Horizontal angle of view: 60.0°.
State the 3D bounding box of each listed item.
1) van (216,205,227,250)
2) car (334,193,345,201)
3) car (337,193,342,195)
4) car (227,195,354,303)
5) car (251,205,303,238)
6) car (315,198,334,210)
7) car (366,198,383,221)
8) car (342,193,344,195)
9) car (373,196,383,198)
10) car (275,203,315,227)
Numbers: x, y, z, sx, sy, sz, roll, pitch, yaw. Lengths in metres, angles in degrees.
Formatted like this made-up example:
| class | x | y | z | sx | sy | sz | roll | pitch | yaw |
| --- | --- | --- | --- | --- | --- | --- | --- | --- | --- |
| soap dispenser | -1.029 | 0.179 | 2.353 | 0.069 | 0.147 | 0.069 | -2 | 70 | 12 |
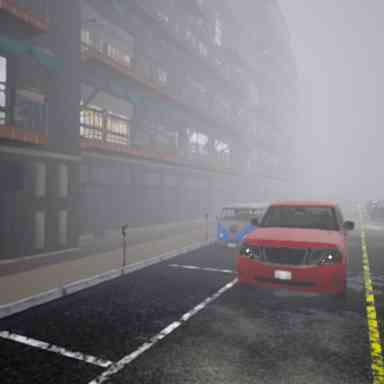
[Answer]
| class | x | y | z | sx | sy | sz | roll | pitch | yaw |
| --- | --- | --- | --- | --- | --- | --- | --- | --- | --- |
| van | 2.341 | 1.345 | 13.534 | 1.690 | 1.788 | 3.998 | 1 | 0 | 27 |
| car | 35.297 | 1.206 | 79.483 | 2.192 | 1.841 | 5.009 | 1 | 0 | 27 |
| car | 25.156 | 1.373 | 59.193 | 1.967 | 1.590 | 4.097 | 1 | 0 | 27 |
| car | 2.963 | 1.220 | 8.797 | 2.150 | 2.045 | 5.566 | 0 | 0 | 26 |
| car | 4.874 | 1.543 | 18.608 | 1.887 | 1.381 | 4.507 | 1 | 0 | 27 |
| car | 17.550 | 1.526 | 43.975 | 1.947 | 1.339 | 4.313 | 1 | 0 | 27 |
| car | 15.259 | 1.454 | 26.485 | 2.128 | 1.511 | 4.902 | 0 | 0 | 27 |
| car | 32.760 | 1.453 | 74.412 | 2.008 | 1.369 | 4.403 | 1 | 0 | 27 |
| car | 20.923 | 1.511 | 37.825 | 1.994 | 1.385 | 4.181 | 0 | 0 | 26 |
| car | 7.410 | 1.543 | 23.682 | 2.008 | 1.369 | 4.403 | 1 | 0 | 27 |
